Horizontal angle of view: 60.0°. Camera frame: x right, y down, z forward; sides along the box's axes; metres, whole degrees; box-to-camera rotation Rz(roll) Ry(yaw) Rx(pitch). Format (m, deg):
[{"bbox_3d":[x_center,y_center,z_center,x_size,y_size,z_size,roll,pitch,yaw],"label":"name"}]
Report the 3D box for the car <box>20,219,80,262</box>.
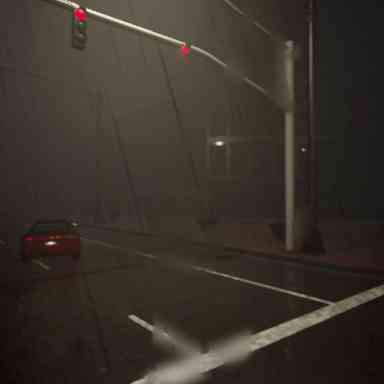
[{"bbox_3d":[-5.530,1.738,13.121,1.994,1.385,4.181,0,-1,-22],"label":"car"}]
